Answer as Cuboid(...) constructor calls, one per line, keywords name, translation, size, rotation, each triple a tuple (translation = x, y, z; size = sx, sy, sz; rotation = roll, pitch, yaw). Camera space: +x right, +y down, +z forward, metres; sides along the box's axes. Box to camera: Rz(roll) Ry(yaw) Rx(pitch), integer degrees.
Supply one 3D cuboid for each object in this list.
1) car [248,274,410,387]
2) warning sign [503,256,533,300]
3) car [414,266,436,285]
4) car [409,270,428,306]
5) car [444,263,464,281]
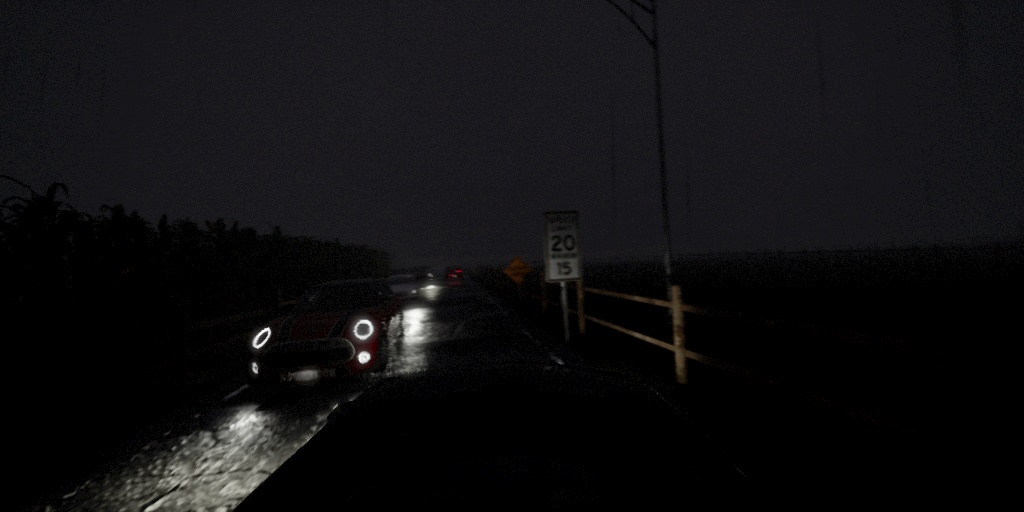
Cuboid(name="car", translation=(-3.659, 1.327, 7.871), size=(2.097, 1.767, 4.553), rotation=(-3, 0, -10))
Cuboid(name="warning sign", translation=(0.329, 0.907, 15.791), size=(1.300, 1.860, 1.060), rotation=(0, 0, -10))
Cuboid(name="car", translation=(-7.958, 1.663, 31.944), size=(2.097, 1.767, 4.553), rotation=(-3, 0, -10))
Cuboid(name="car", translation=(-5.451, 1.641, 17.893), size=(1.812, 1.442, 4.674), rotation=(-3, 0, -10))
Cuboid(name="car", translation=(-6.072, 1.737, 37.766), size=(1.837, 1.490, 4.892), rotation=(-3, 0, -10))
